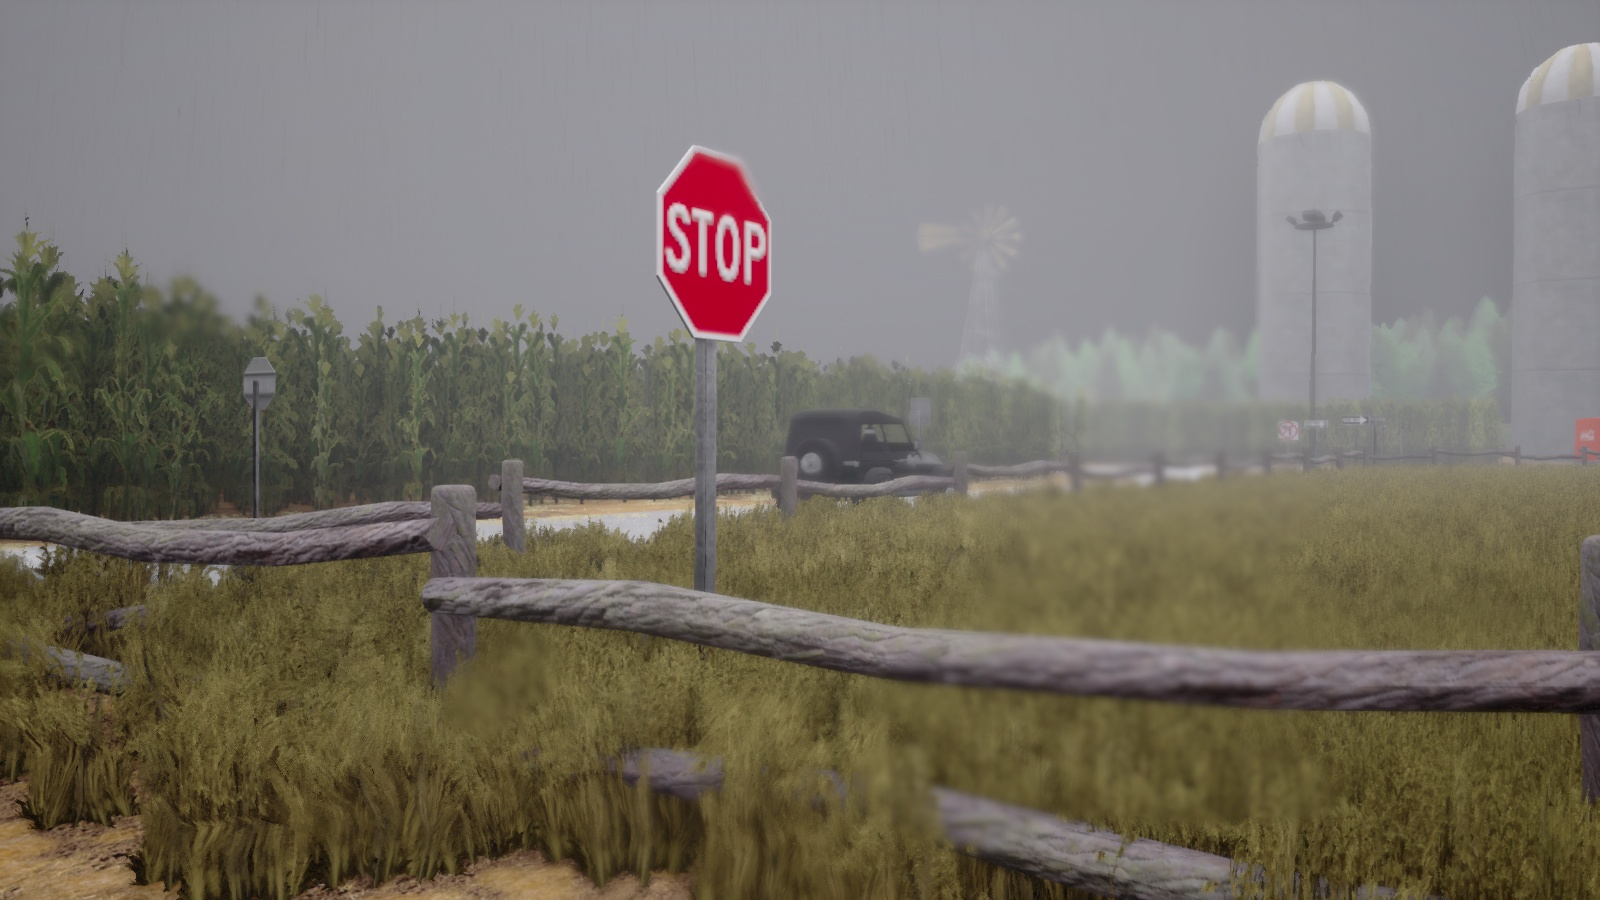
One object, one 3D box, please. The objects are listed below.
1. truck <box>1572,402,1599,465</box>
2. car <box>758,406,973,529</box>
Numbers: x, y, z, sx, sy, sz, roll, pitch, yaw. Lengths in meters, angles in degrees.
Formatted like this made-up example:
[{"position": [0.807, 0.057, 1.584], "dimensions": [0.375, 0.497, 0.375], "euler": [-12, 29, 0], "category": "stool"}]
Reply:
[{"position": [33.701, -0.662, 49.248], "dimensions": [5.204, 2.467, 2.627], "euler": [-1, 0, 10], "category": "truck"}, {"position": [1.205, 0.262, 21.353], "dimensions": [1.905, 1.878, 3.866], "euler": [0, 0, 34], "category": "car"}]
